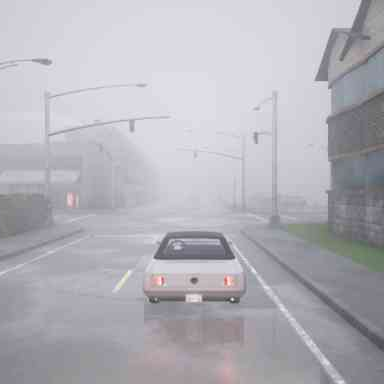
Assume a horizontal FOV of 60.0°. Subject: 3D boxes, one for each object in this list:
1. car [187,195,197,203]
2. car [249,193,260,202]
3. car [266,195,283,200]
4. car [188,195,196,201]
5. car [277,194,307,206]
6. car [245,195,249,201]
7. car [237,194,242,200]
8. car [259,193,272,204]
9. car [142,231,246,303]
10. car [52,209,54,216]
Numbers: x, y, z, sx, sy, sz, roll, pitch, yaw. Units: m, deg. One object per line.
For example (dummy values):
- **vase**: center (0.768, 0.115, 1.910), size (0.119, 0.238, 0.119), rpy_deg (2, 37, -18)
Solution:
- **car**: center (0.027, 1.350, 71.954), size (2.097, 1.767, 4.553), rpy_deg (0, 0, 0)
- **car**: center (14.189, 1.092, 67.314), size (3.866, 1.878, 1.905), rpy_deg (0, 0, 0)
- **car**: center (21.339, 1.400, 85.821), size (3.806, 1.475, 1.970), rpy_deg (0, 0, 0)
- **car**: center (0.031, 1.530, 82.047), size (1.994, 1.385, 4.181), rpy_deg (0, 0, 0)
- **car**: center (14.507, 1.248, 48.102), size (3.806, 1.475, 1.970), rpy_deg (0, 0, 0)
- **car**: center (13.777, 1.113, 70.219), size (4.605, 1.855, 1.932), rpy_deg (0, 0, 0)
- **car**: center (13.920, 1.389, 88.803), size (3.633, 1.501, 1.845), rpy_deg (0, 0, 0)
- **car**: center (14.186, 1.169, 54.519), size (5.027, 1.636, 2.152), rpy_deg (0, 0, 0)
- **car**: center (0.061, 1.601, 8.134), size (1.895, 1.301, 4.718), rpy_deg (0, 0, 1)
- **car**: center (-13.137, 1.176, 25.582), size (4.553, 1.767, 2.097), rpy_deg (0, 0, -1)
